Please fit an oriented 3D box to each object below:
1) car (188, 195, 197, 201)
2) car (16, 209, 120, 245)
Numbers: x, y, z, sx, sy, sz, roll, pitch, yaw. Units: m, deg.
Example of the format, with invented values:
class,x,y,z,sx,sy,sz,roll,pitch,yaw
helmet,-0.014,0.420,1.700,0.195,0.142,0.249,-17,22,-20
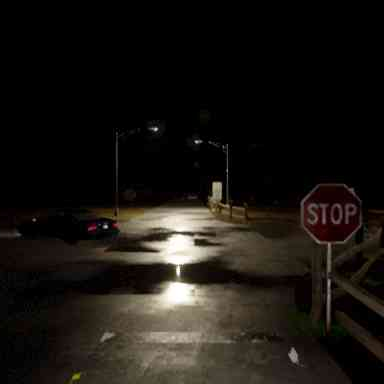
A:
class,x,y,z,sx,sy,sz,roll,pitch,yaw
car,0.113,1.211,71.777,1.895,1.301,4.718,0,0,0
car,-5.782,1.487,15.293,5.357,1.411,2.033,1,1,32
